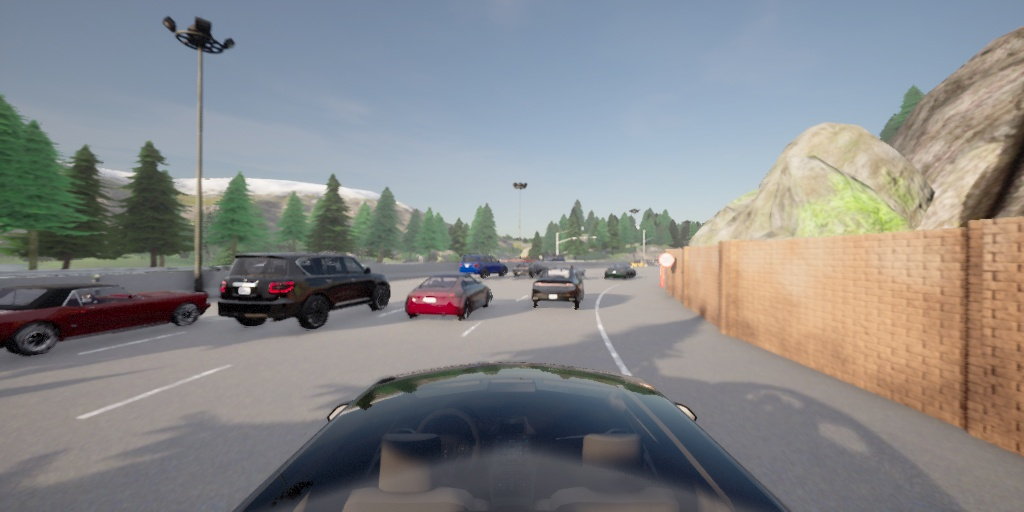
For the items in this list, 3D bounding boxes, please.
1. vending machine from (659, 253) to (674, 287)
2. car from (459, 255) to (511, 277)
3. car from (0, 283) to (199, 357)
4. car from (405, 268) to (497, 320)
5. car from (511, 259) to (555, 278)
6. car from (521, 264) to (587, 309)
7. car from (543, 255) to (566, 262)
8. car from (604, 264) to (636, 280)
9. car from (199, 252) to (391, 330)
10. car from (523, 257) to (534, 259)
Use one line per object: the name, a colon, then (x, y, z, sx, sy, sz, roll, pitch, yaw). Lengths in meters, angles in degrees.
vending machine: (10.502, 1.034, 24.329, 1.100, 2.100, 0.880, 0, 0, 26)
car: (-2.537, 0.954, 32.345, 2.150, 2.045, 5.566, 0, 0, 27)
car: (-9.863, 1.271, 8.312, 1.895, 1.301, 4.718, 0, 0, 6)
car: (-2.083, 1.298, 12.737, 1.994, 1.385, 4.181, 0, 0, 10)
car: (1.796, 1.260, 32.895, 2.128, 1.511, 4.902, 0, 0, 29)
car: (2.058, 1.260, 15.280, 2.128, 1.511, 4.902, 0, 0, 14)
car: (7.086, 0.758, 61.876, 2.150, 2.045, 5.566, 0, 0, 44)
car: (9.985, 1.399, 32.888, 1.994, 1.385, 4.181, 0, 0, 33)
car: (-5.957, 0.923, 11.203, 2.150, 2.045, 5.566, 0, 0, 9)
car: (4.574, 1.323, 64.319, 2.128, 1.511, 4.902, 0, 0, 44)
